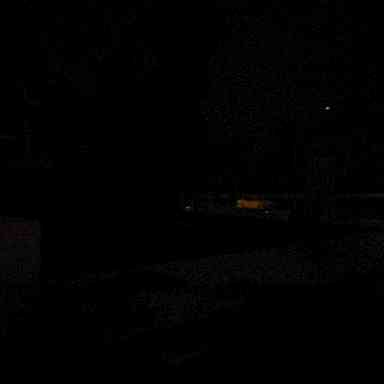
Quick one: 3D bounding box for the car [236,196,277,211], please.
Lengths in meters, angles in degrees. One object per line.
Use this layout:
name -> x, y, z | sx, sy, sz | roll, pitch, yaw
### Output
car -> 7.000, 1.200, 36.249 | 1.882, 1.535, 5.008 | 1, 0, -35

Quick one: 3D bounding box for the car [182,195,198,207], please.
car -> -1.325, 1.092, 42.422 | 2.128, 1.511, 4.902 | 1, 0, -35

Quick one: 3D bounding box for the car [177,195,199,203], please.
car -> -0.759, 1.256, 58.785 | 1.994, 1.385, 4.181 | 1, 0, -35
